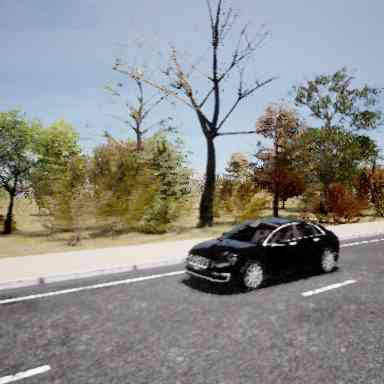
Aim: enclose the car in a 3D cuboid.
[{"bbox_3d":[2.096,1.501,9.095,4.892,1.490,1.837,0,0,-35],"label":"car"}]
